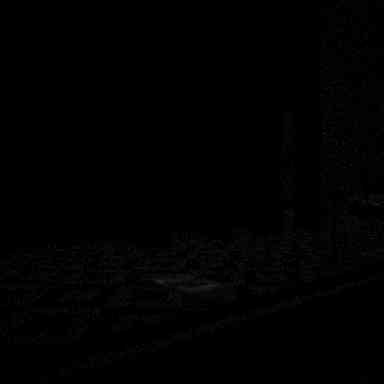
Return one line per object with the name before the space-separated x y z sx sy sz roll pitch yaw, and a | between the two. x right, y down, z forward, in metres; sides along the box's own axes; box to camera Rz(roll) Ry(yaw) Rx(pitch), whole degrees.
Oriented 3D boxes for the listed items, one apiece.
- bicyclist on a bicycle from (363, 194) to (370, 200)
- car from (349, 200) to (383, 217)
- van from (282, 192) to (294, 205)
bicyclist on a bicycle | 20.878 1.030 39.656 1.656 1.620 0.582 0 1 -36
car | 14.856 1.367 28.326 2.008 1.369 4.403 1 0 -36
van | 12.289 0.930 46.600 1.690 1.788 3.998 1 0 -36
